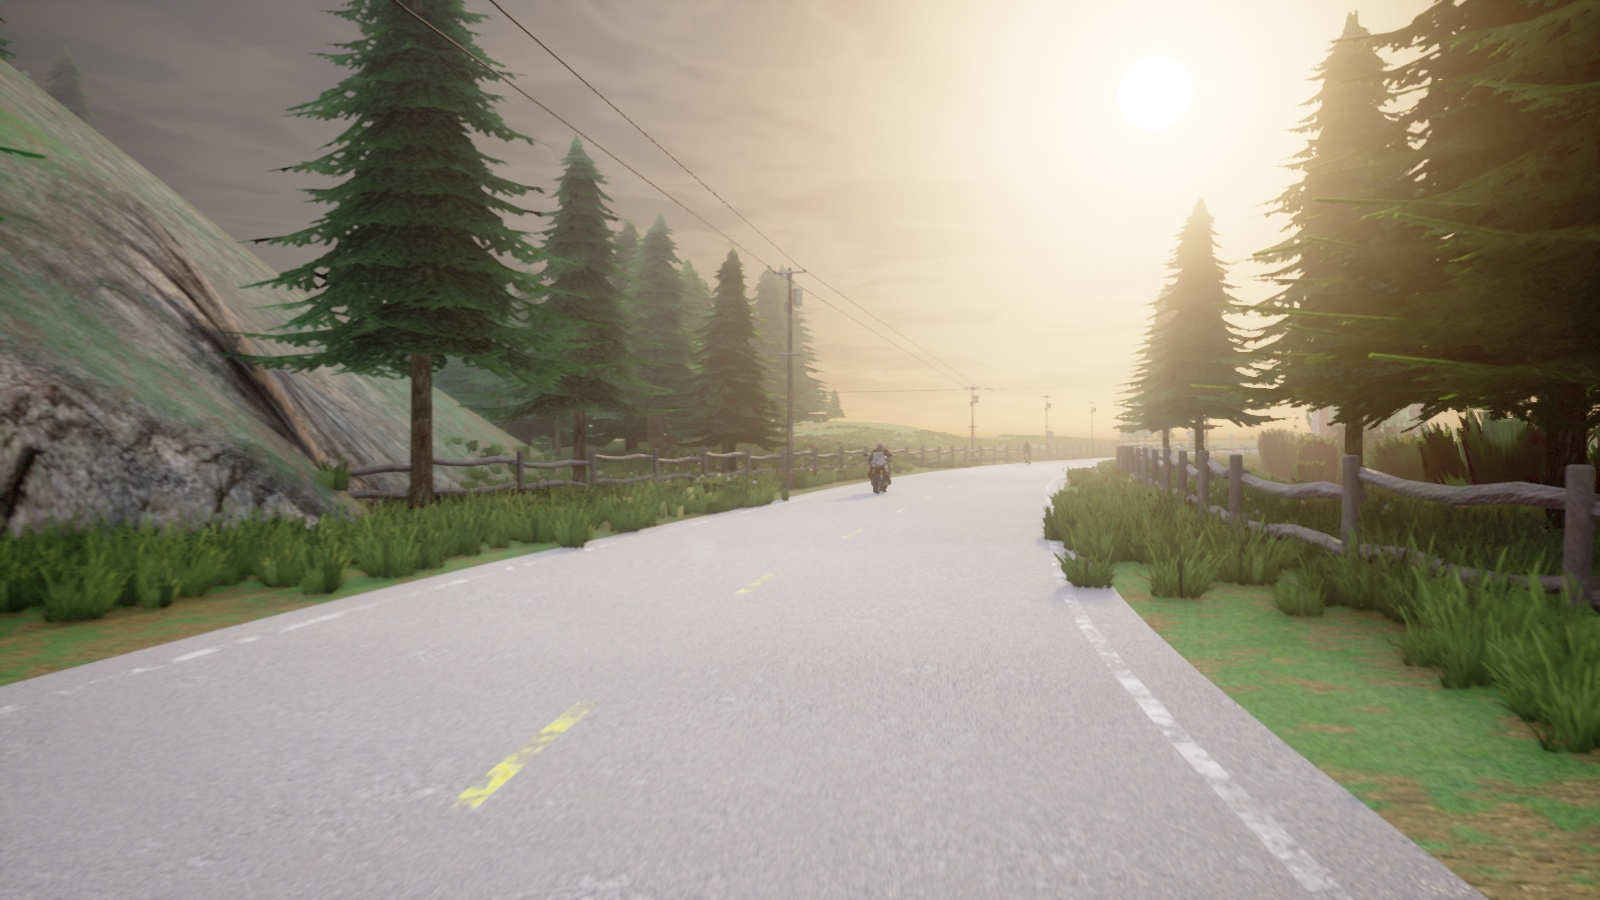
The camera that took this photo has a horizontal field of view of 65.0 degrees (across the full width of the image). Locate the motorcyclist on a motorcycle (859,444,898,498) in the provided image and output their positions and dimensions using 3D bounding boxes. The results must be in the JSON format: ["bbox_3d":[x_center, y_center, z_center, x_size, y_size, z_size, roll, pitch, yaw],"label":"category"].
[{"bbox_3d":[2.307,0.577,36.799,0.866,1.530,2.191,0,0,11],"label":"motorcyclist on a motorcycle"}]
